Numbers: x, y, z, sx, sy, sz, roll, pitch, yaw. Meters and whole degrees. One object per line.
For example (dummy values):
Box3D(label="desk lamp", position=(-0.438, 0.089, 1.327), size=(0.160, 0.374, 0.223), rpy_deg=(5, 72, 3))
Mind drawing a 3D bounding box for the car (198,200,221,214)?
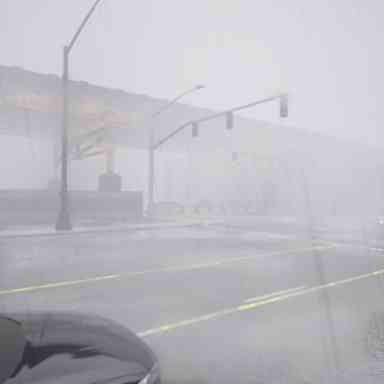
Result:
Box3D(label="car", position=(1.532, 1.728, 39.547), size=(2.038, 1.542, 4.974), rpy_deg=(0, 0, 18))

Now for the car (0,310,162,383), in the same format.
Box3D(label="car", position=(-2.466, 1.481, 1.998), size=(4.902, 1.511, 2.128), rpy_deg=(1, 0, -35))

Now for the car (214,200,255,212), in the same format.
Box3D(label="car", position=(5.446, 1.789, 43.302), size=(4.974, 1.542, 2.038), rpy_deg=(1, 0, -7))

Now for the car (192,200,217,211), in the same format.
Box3D(label="car", position=(1.549, 1.570, 39.597), size=(1.853, 1.218, 4.536), rpy_deg=(0, 0, 18))

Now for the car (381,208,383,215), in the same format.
Box3D(label="car", position=(24.164, 2.084, 39.230), size=(4.718, 1.301, 1.895), rpy_deg=(1, 0, -37))

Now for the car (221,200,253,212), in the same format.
Box3D(label="car", position=(5.396, 1.631, 43.296), size=(4.536, 1.218, 1.853), rpy_deg=(1, 0, -7))

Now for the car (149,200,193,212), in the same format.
Box3D(label="car", position=(-2.266, 1.517, 36.874), size=(4.536, 1.218, 1.853), rpy_deg=(0, 0, 8))

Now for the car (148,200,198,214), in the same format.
Box3D(label="car", position=(-2.216, 1.675, 36.866), size=(4.974, 1.542, 2.038), rpy_deg=(0, 0, 8))
